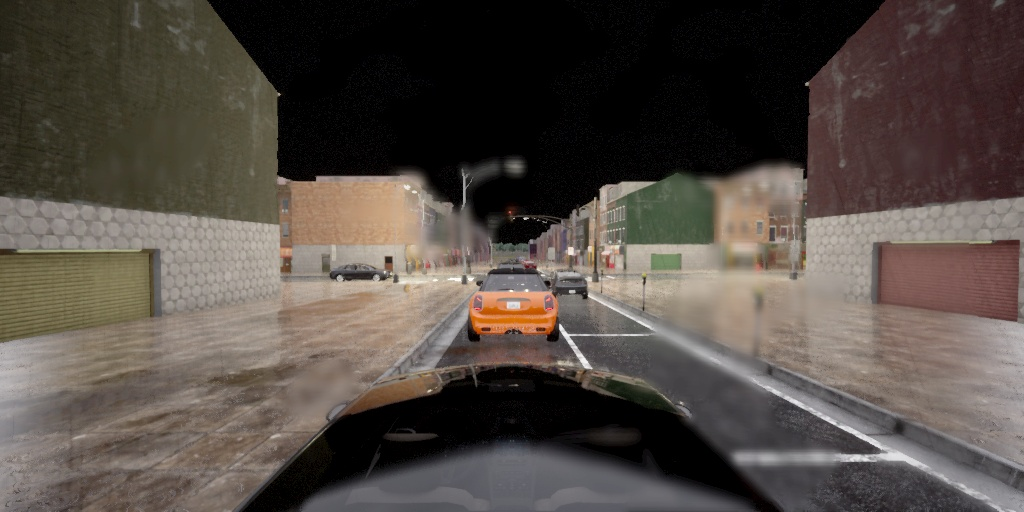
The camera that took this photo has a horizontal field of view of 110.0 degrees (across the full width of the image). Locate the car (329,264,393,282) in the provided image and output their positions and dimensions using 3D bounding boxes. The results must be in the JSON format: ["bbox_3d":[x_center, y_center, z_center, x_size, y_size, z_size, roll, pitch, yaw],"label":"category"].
[{"bbox_3d":[-12.316,1.365,29.455,4.892,1.490,1.837,0,1,-2],"label":"car"}]

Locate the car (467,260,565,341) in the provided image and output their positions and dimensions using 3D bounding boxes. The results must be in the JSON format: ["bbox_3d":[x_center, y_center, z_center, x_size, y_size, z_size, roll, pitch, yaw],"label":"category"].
[{"bbox_3d":[0.042,1.100,9.999,2.097,1.767,4.553,0,0,0],"label":"car"}]

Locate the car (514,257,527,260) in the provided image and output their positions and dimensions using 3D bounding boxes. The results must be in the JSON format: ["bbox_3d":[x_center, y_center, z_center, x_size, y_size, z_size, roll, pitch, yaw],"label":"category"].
[{"bbox_3d":[-0.051,1.099,19.890,2.097,1.767,4.553,0,0,0],"label":"car"}]

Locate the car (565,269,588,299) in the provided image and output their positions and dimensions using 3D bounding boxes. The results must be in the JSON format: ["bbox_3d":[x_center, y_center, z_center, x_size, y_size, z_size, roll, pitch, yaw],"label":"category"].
[{"bbox_3d":[2.593,1.297,17.570,2.007,1.370,4.403,0,0,0],"label":"car"}]
